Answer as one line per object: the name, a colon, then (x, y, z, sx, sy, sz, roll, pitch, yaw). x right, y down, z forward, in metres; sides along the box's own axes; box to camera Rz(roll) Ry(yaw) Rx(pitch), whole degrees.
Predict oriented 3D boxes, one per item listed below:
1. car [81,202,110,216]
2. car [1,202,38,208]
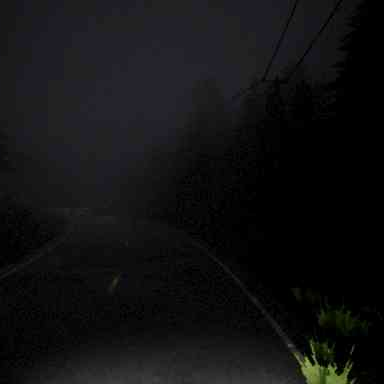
car: (-11.451, 1.959, 39.383, 2.128, 1.511, 4.902, 1, -1, -41)
car: (-22.163, 2.022, 42.782, 5.008, 1.535, 1.882, -1, -1, 20)
